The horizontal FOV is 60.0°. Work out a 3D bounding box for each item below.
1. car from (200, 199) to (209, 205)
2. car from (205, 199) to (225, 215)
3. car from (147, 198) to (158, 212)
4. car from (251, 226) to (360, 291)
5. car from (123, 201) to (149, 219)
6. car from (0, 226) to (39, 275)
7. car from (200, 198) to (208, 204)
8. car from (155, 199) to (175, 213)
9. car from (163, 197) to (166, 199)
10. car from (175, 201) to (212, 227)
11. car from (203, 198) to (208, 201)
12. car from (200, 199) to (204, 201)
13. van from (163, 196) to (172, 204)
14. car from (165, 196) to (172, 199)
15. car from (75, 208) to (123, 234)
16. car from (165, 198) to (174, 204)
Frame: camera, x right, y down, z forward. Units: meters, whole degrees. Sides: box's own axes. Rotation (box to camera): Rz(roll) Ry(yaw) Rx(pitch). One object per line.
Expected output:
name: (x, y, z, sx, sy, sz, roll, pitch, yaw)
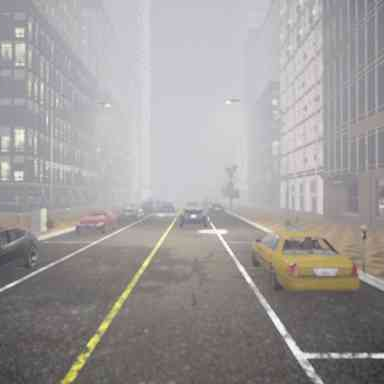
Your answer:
car: (2.697, 2.095, 71.458, 1.802, 1.307, 4.206, 0, 0, 0)
car: (2.695, 1.842, 37.308, 1.947, 1.339, 4.313, 0, 0, 0)
car: (-5.685, 1.861, 43.013, 1.887, 1.381, 4.507, 0, 0, 0)
car: (2.694, 1.595, 9.017, 1.752, 1.417, 4.829, 0, 0, 0)
car: (-5.686, 1.786, 31.629, 2.008, 1.369, 4.403, 0, 0, 0)
car: (-5.687, 1.635, 8.861, 1.947, 1.339, 4.313, 0, 0, 0)
car: (2.697, 2.077, 77.321, 1.752, 1.417, 4.829, 0, 0, 0)
car: (-3.006, 1.868, 41.110, 1.994, 1.385, 4.181, 0, 0, 0)
car: (-5.684, 1.978, 54.397, 1.802, 1.307, 4.206, 0, 0, 0)
car: (0.101, 1.689, 24.669, 2.163, 1.488, 4.792, 0, 0, 0)
car: (2.697, 1.876, 60.075, 1.967, 1.590, 4.097, 0, 0, 0)
car: (0.103, 1.873, 42.091, 1.994, 1.385, 4.181, 0, 0, 0)
van: (-5.682, 1.892, 77.167, 1.690, 1.788, 3.998, 0, 0, 0)
car: (-5.683, 1.953, 71.473, 1.967, 1.590, 4.097, 0, 0, 0)
car: (-5.686, 1.735, 20.243, 1.802, 1.307, 4.206, 0, 0, 0)
car: (-5.683, 2.155, 82.858, 1.947, 1.339, 4.313, 0, 0, 0)
